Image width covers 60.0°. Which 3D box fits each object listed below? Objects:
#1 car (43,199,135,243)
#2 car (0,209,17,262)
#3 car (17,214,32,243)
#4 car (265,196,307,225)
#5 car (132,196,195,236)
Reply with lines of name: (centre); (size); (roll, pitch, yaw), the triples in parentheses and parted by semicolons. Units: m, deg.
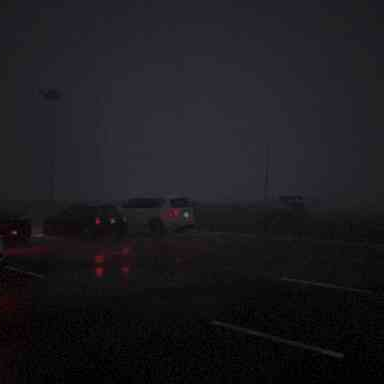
car: (-5.336, 1.360, 16.394); (4.553, 1.767, 2.097); (0, 0, 35)
car: (-7.451, 1.227, 9.305); (5.566, 2.045, 2.150); (0, 0, 35)
car: (-9.139, 1.486, 14.811); (5.008, 1.535, 1.882); (0, 0, 35)
car: (6.576, 1.221, 23.034); (1.905, 1.878, 3.866); (0, 0, 35)
car: (-2.467, 1.229, 18.650); (5.566, 2.045, 2.150); (0, 0, 35)
